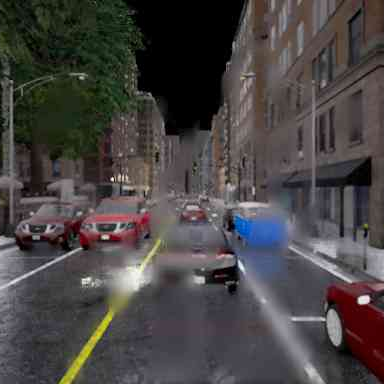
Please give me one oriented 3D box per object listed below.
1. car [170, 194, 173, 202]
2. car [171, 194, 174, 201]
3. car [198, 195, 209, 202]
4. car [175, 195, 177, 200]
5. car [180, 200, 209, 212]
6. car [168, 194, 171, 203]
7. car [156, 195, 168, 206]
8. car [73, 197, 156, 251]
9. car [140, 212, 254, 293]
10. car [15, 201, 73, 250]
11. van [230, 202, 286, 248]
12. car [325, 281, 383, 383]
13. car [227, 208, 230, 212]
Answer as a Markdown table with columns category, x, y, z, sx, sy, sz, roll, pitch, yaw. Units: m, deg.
| category | x | y | z | sx | sy | sz | roll | pitch | yaw |
| --- | --- | --- | --- | --- | --- | --- | --- | --- | --- |
| car | -5.643 | 1.664 | 69.186 | 1.887 | 1.381 | 4.507 | 0 | 0 | 0 |
| car | -5.641 | 1.676 | 74.636 | 1.887 | 1.381 | 4.507 | 0 | 0 | 0 |
| car | 2.883 | 1.571 | 74.669 | 1.967 | 1.590 | 4.097 | 0 | 0 | 0 |
| car | -5.637 | 1.707 | 85.538 | 2.008 | 1.369 | 4.403 | 0 | 0 | 0 |
| car | 0.112 | 1.574 | 24.428 | 1.812 | 1.442 | 4.674 | 0 | 0 | 0 |
| car | -5.645 | 1.659 | 63.734 | 2.008 | 1.369 | 4.403 | 0 | 0 | 0 |
| car | -5.647 | 1.624 | 58.114 | 1.752 | 1.417 | 4.829 | 0 | 0 | 0 |
| car | -3.077 | 1.252 | 14.621 | 2.150 | 2.045 | 5.566 | 0 | 0 | 0 |
| car | 0.104 | 1.512 | 8.926 | 2.128 | 1.511 | 4.902 | 0 | 0 | 0 |
| car | -5.663 | 1.346 | 14.596 | 2.192 | 1.841 | 5.009 | 0 | 0 | 0 |
| van | 2.861 | 1.373 | 14.632 | 1.690 | 1.788 | 3.998 | 0 | 0 | 0 |
| car | 2.857 | 1.553 | 3.311 | 1.887 | 1.381 | 4.507 | 0 | 0 | 0 |
| car | 2.864 | 1.608 | 20.292 | 1.947 | 1.339 | 4.313 | 0 | 0 | 0 |
